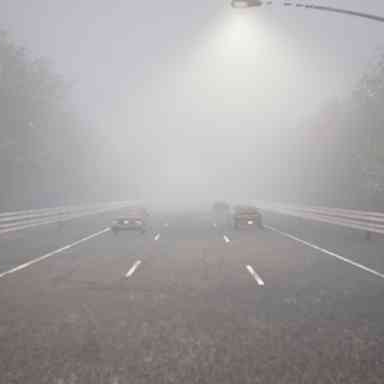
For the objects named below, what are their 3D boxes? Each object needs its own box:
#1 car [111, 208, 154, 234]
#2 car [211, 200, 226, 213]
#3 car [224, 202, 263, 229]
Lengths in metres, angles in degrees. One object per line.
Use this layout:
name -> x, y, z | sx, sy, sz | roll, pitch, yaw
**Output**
car -> -3.464, 1.658, 19.981 | 2.033, 1.411, 5.357 | 0, 0, 0
car -> 3.317, 1.690, 40.018 | 1.882, 1.535, 5.008 | 0, 0, -1
car -> 3.514, 1.627, 22.615 | 1.837, 1.490, 4.892 | 0, 0, 0
